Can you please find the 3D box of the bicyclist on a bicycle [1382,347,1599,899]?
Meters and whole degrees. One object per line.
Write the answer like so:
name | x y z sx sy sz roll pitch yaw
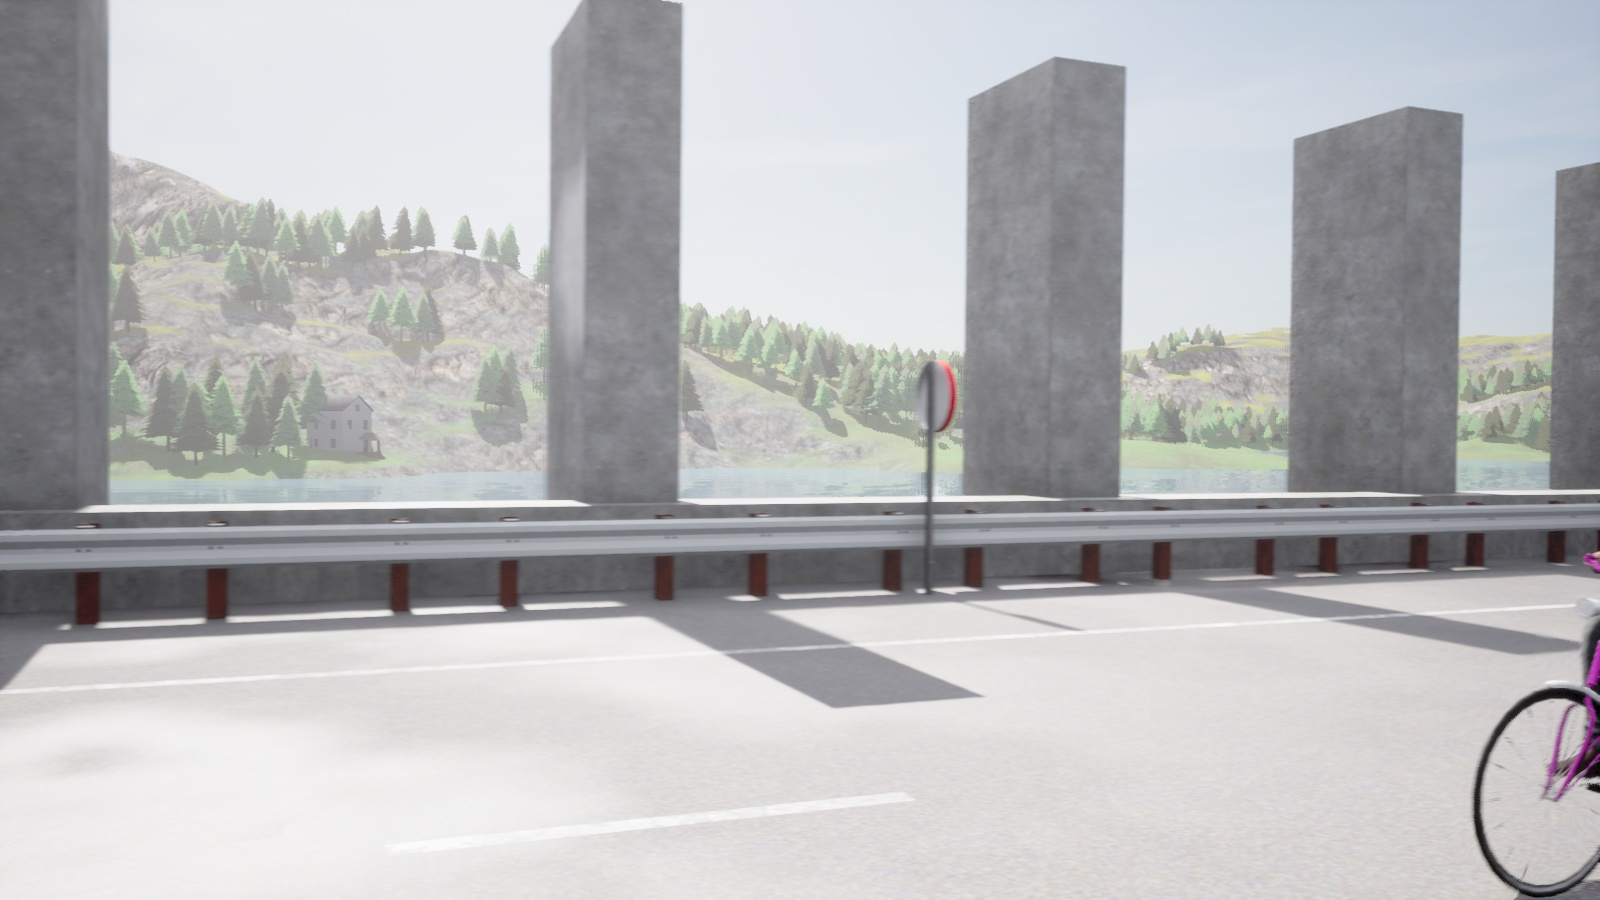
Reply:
bicyclist on a bicycle | 3.000 0.565 4.376 1.843 1.776 0.659 -1 1 -21
